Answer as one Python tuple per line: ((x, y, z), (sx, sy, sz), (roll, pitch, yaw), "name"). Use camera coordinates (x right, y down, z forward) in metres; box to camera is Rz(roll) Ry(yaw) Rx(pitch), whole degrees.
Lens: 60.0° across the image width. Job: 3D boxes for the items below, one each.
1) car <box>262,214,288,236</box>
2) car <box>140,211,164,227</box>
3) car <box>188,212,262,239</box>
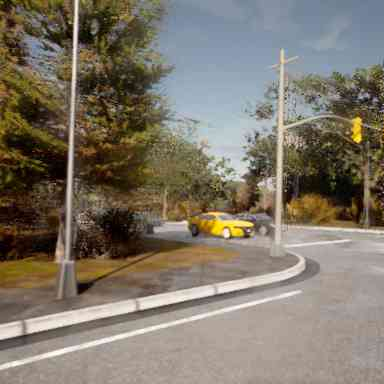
((4.460, 2.205, 23.410), (2.128, 1.511, 4.902), (3, -4, -37), "car")
((-4.960, 2.776, 34.844), (2.097, 1.767, 4.553), (3, -5, -42), "car")
((1.759, 2.061, 21.193), (1.882, 1.535, 5.008), (3, -4, -38), "car")
